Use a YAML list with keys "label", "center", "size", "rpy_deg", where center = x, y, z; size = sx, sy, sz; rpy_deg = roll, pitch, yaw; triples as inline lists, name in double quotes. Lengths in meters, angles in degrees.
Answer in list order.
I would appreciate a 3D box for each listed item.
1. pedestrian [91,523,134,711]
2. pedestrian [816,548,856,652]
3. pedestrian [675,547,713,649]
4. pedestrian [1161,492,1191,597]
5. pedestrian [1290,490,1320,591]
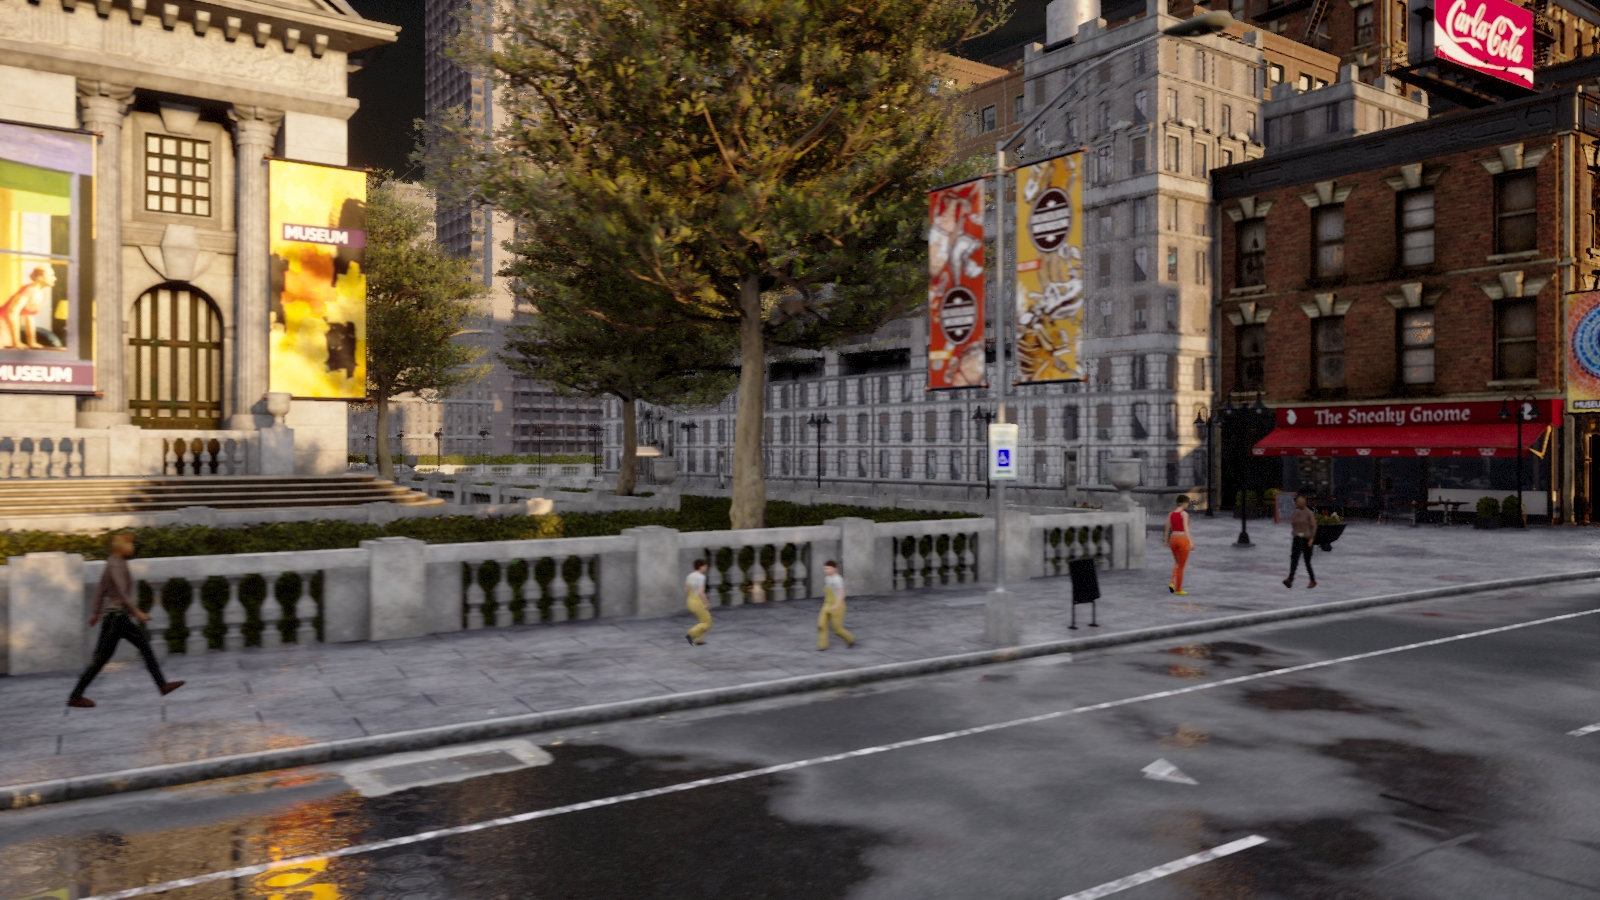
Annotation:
- label: "pedestrian"
  center: [-7.082, 1.697, 11.771]
  size: [0.375, 1.860, 0.375]
  rpy_deg: [0, 0, -30]
- label: "pedestrian"
  center: [0.473, 1.976, 15.136]
  size: [0.375, 1.300, 0.375]
  rpy_deg: [0, 0, -36]
- label: "pedestrian"
  center: [-1.420, 1.975, 15.344]
  size: [0.375, 1.300, 0.375]
  rpy_deg: [0, 0, -32]
- label: "pedestrian"
  center: [6.790, 1.695, 20.633]
  size: [0.375, 1.860, 0.375]
  rpy_deg: [0, 0, -31]
- label: "pedestrian"
  center: [9.524, 1.694, 21.558]
  size: [0.375, 1.860, 0.375]
  rpy_deg: [0, 0, -36]
